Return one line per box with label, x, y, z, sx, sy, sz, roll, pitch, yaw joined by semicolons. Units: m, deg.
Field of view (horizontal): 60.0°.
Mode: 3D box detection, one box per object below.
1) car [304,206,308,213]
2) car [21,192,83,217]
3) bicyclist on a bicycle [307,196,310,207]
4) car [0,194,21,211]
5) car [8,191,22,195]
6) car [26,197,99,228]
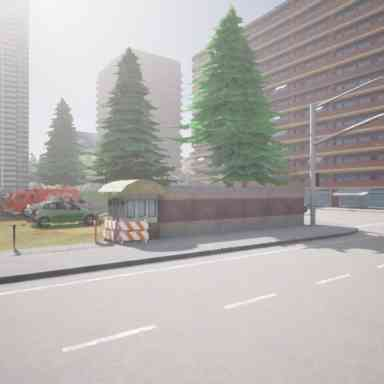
car;9.873;1.656;35.266;1.895;1.301;4.718;0;0;-35
car;-10.025;1.172;25.132;4.605;1.855;1.932;0;0;-35
bicyclist on a bicycle;16.651;1.356;46.504;1.656;1.620;0.582;0;0;-35
car;-25.042;1.394;43.736;4.193;1.474;1.816;0;0;-35
car;-26.315;1.204;46.260;3.866;1.878;1.905;0;0;-35
car;-8.010;1.341;21.077;3.988;1.617;1.851;0;0;-35
